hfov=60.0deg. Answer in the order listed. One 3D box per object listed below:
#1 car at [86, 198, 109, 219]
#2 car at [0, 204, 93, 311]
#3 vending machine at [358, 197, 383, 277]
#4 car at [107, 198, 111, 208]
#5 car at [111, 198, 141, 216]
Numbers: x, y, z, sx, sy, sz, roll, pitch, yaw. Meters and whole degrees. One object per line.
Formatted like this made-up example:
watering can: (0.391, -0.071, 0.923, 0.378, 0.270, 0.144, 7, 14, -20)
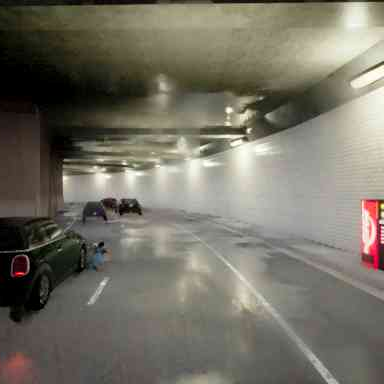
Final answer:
car: (-8.342, 1.525, 28.355, 1.812, 1.442, 4.674, 0, 0, -17)
car: (-3.979, 1.355, 7.852, 2.097, 1.767, 4.553, 0, 0, -5)
vending machine: (5.399, 1.195, 9.249, 1.100, 2.100, 0.880, 0, 0, -6)
car: (-10.644, 1.478, 42.667, 1.882, 1.535, 5.008, 0, 0, -28)
car: (-6.513, 1.352, 33.448, 2.097, 1.767, 4.553, 0, 0, -20)
